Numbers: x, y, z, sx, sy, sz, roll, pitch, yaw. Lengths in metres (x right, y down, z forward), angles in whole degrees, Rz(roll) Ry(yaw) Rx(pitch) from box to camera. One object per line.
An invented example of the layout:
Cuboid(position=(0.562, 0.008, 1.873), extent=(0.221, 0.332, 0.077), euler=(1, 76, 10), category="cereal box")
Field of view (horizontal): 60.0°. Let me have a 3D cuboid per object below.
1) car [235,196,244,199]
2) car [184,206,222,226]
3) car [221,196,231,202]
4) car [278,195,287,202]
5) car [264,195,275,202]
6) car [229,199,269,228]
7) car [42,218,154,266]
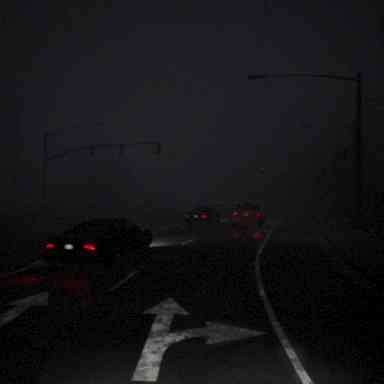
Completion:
Cuboid(position=(12.111, 1.750, 84.713), extent=(1.837, 1.490, 4.892), euler=(0, 0, 17), category="car")
Cuboid(position=(0.982, 1.786, 25.865), extent=(2.033, 1.411, 5.357), euler=(0, 0, 17), category="car")
Cuboid(position=(8.760, 1.778, 85.723), extent=(2.033, 1.411, 5.357), euler=(0, 0, 17), category="car")
Cuboid(position=(22.631, 1.611, 83.229), extent=(2.097, 1.767, 4.553), euler=(0, 0, 17), category="car")
Cuboid(position=(19.170, 1.784, 83.877), extent=(2.033, 1.411, 5.357), euler=(0, 0, 17), category="car")
Cuboid(position=(4.368, 1.602, 24.944), extent=(2.097, 1.767, 4.553), euler=(0, -1, 17), category="car")
Cuboid(position=(-3.009, 1.637, 11.928), extent=(2.033, 1.411, 5.357), euler=(0, 0, 12), category="car")
